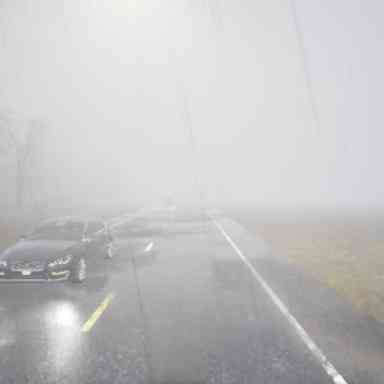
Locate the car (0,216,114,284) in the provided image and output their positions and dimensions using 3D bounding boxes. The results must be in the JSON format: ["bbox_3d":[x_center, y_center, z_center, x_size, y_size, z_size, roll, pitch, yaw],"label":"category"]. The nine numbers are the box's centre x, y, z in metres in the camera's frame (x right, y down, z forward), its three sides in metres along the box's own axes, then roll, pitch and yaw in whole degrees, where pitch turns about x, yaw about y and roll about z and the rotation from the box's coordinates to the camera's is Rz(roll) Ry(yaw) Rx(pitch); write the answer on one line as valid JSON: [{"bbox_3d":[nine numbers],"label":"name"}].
[{"bbox_3d":[-3.595,1.504,9.654,1.837,1.490,4.892,0,0,0],"label":"car"}]

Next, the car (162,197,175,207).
[{"bbox_3d":[-3.537,1.502,50.593,1.837,1.490,4.892,0,0,0],"label":"car"}]
